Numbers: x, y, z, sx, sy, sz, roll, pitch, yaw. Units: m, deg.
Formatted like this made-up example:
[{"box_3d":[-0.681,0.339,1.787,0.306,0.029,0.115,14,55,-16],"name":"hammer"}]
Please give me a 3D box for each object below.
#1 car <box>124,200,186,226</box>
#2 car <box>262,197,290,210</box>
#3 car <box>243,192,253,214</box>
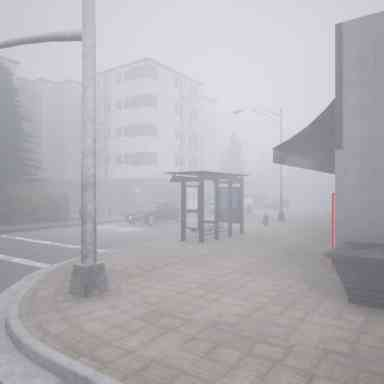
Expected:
[{"box_3d":[-2.368,1.328,22.203,1.837,1.490,4.892,0,0,36],"name":"car"},{"box_3d":[10.009,1.301,39.364,1.882,1.535,5.008,0,0,36],"name":"car"},{"box_3d":[3.677,1.047,30.615,2.150,2.045,5.566,0,0,36],"name":"car"}]
